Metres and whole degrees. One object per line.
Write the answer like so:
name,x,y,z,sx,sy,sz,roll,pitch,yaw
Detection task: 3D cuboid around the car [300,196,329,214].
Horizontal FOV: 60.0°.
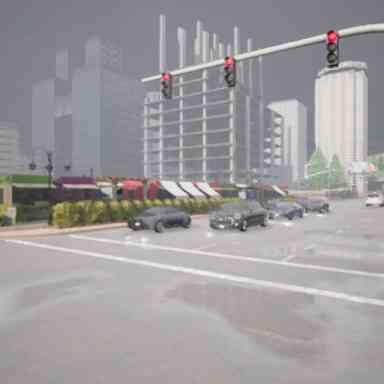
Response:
car,13.466,1.485,35.918,1.837,1.490,4.892,0,0,34

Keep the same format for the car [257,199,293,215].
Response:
car,8.994,1.520,35.568,2.033,1.411,5.357,0,0,34

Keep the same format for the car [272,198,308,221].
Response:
car,7.834,1.506,27.589,1.812,1.442,4.674,0,0,34

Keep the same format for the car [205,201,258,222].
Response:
car,3.351,1.521,27.230,2.033,1.411,5.357,0,0,34

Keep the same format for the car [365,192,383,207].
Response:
car,27.796,1.208,50.523,2.150,2.045,5.566,0,0,34

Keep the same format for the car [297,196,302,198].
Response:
car,14.693,1.325,43.922,2.097,1.767,4.553,0,0,35

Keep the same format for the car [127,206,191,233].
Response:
car,-1.828,1.538,19.573,1.994,1.385,4.181,0,0,34

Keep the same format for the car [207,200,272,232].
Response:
car,2.885,1.333,20.293,2.097,1.767,4.553,0,0,34
